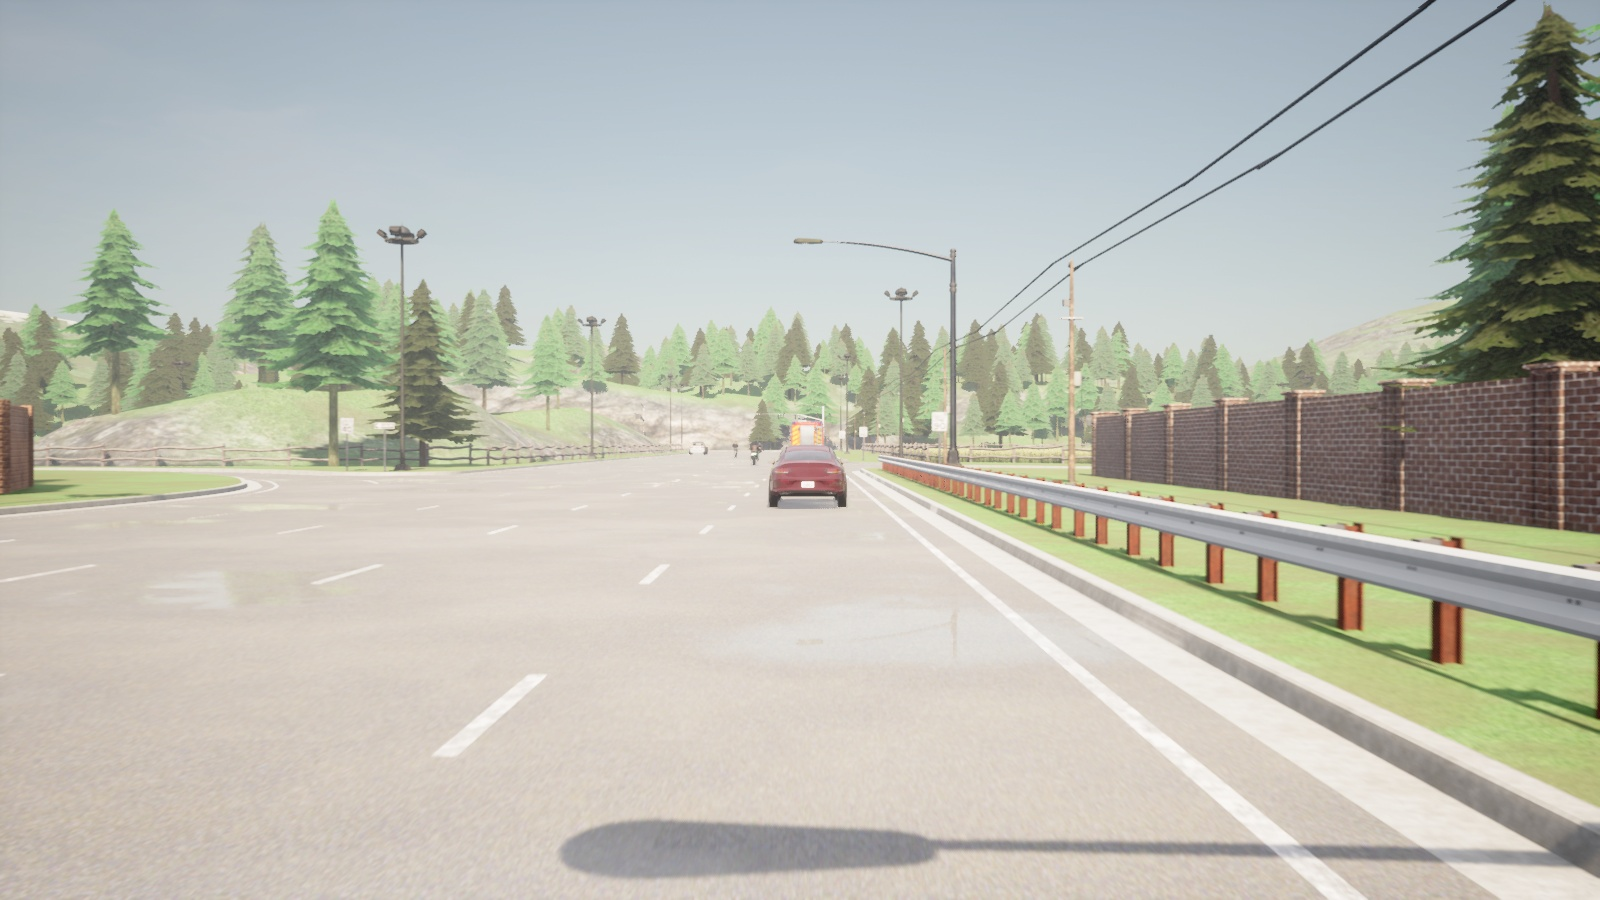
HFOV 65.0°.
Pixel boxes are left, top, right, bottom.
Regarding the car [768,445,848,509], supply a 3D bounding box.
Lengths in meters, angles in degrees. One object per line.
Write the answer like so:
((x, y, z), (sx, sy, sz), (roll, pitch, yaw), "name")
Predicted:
((0.189, 0.600, 30.636), (1.812, 1.442, 4.674), (0, 0, 0), "car")
